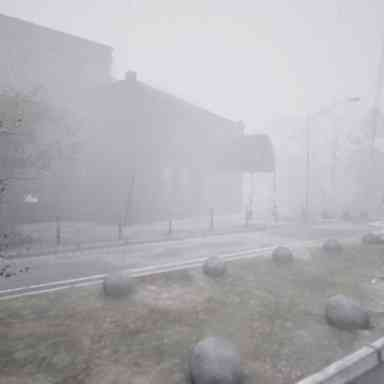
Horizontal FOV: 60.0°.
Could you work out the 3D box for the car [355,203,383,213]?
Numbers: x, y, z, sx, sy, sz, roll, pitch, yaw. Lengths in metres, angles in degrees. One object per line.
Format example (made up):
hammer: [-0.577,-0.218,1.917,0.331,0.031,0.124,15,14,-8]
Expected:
car: [22.293,2.032,39.980,4.718,1.301,1.895,1,-1,17]

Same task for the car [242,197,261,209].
car: [7.730,1.516,49.089,4.553,1.767,2.097,1,-1,35]
